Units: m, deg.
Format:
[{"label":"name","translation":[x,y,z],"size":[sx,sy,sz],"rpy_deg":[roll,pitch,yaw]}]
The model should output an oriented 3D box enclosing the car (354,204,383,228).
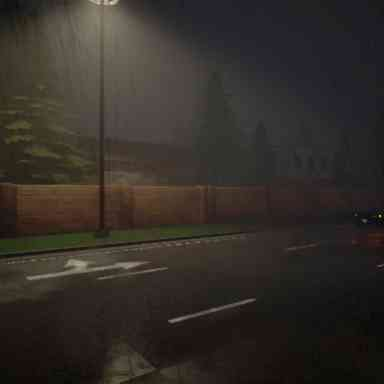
[{"label":"car","translation":[12.034,1.504,20.920],"size":[4.674,1.442,1.812],"rpy_deg":[0,0,-35]}]
